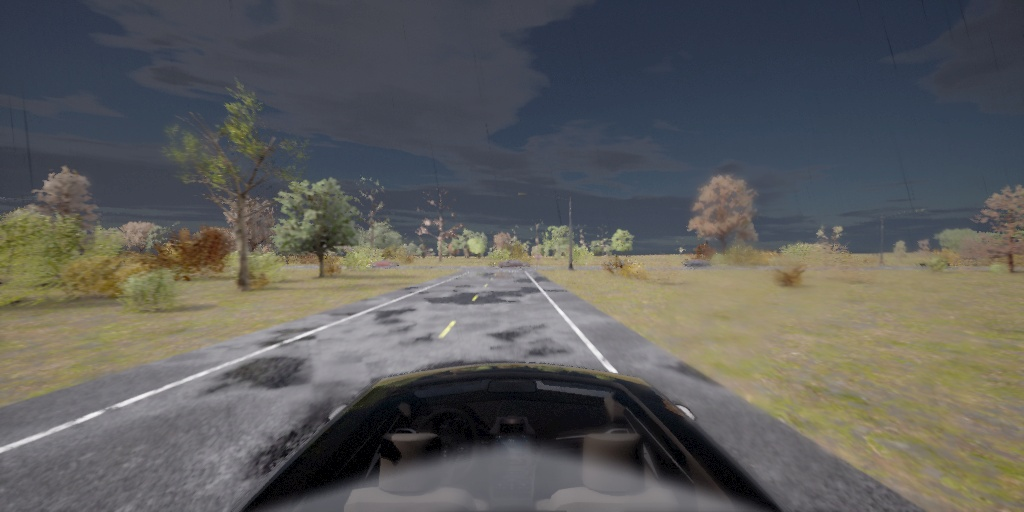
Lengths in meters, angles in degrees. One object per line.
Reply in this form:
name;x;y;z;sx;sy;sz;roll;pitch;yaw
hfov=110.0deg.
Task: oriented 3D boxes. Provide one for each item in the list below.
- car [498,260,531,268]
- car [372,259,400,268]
car;0.390;1.310;58.586;5.357;1.411;2.033;0;0;-1
car;-20.403;1.249;58.029;4.181;1.385;1.994;0;0;-2
